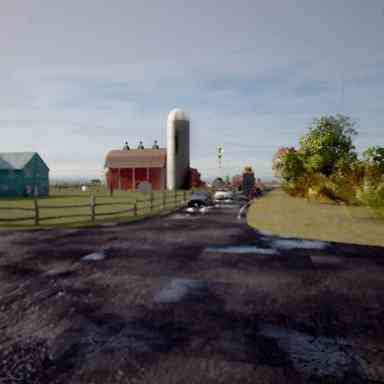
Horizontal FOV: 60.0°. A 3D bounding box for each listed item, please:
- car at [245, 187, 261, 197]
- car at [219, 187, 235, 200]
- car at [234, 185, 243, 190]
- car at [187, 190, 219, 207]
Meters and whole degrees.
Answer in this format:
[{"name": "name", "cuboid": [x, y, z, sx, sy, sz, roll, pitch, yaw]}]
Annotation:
[{"name": "car", "cuboid": [10.111, 0.045, 56.315, 1.812, 1.442, 4.674, 1, 2, 15]}, {"name": "car", "cuboid": [4.364, 0.304, 45.998, 1.812, 1.442, 4.674, 1, 2, 16]}, {"name": "car", "cuboid": [8.447, -0.485, 60.648, 1.837, 1.490, 4.892, 1, 2, 15]}, {"name": "car", "cuboid": [0.953, 0.676, 32.656, 2.033, 1.411, 5.357, 0, 2, 13]}]
